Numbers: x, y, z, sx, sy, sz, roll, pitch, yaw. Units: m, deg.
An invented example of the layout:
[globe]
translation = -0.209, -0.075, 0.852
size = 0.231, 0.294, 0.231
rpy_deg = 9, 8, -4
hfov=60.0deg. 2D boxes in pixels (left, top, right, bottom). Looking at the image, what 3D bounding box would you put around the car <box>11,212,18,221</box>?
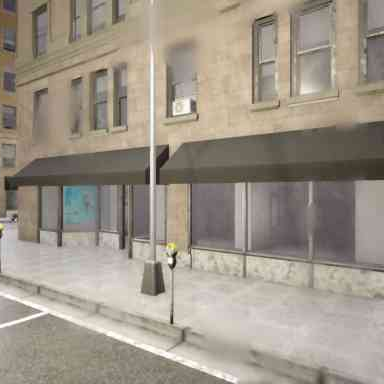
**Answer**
[car]
translation = -11.120, 1.636, 26.094
size = 2.033, 1.411, 5.357
rpy_deg = 0, 0, 36
